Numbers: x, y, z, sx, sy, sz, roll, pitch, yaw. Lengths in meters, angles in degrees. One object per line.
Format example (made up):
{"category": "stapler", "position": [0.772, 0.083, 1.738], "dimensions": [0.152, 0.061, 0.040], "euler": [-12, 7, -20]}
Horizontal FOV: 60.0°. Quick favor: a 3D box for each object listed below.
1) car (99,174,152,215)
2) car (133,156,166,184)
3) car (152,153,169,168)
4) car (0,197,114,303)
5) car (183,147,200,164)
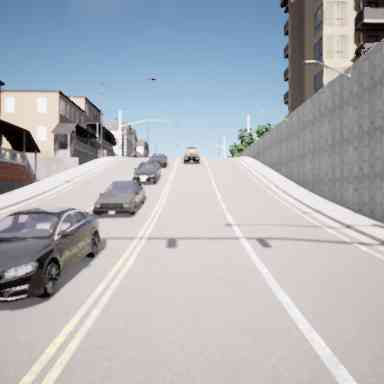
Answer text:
{"category": "car", "position": [-3.598, 0.149, 17.527], "dimensions": [2.033, 1.411, 5.357], "euler": [0, 9, 0]}
{"category": "car", "position": [-3.592, -1.690, 27.057], "dimensions": [2.128, 1.511, 4.902], "euler": [0, 12, 0]}
{"category": "car", "position": [-3.598, -3.431, 35.632], "dimensions": [1.994, 1.385, 4.181], "euler": [0, 12, 0]}
{"category": "car", "position": [-3.592, 1.169, 7.883], "dimensions": [2.128, 1.511, 4.902], "euler": [0, 4, 0]}
{"category": "car", "position": [-0.034, -4.132, 39.172], "dimensions": [1.895, 1.301, 4.718], "euler": [0, 12, 0]}
